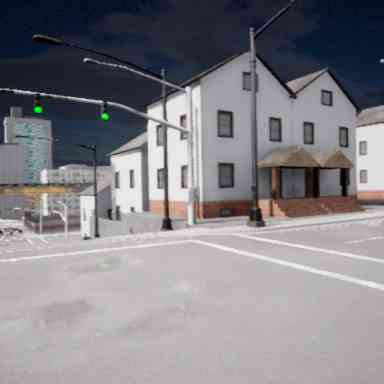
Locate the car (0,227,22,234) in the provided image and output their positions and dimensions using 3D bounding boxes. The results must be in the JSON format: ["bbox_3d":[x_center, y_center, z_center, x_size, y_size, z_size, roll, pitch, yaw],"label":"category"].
[{"bbox_3d":[-44.247,9.362,81.169,4.974,1.542,2.038,-1,1,-2],"label":"car"}]

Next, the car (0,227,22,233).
[{"bbox_3d":[-44.302,9.206,81.165,4.536,1.218,1.853,-1,1,-2],"label":"car"}]
